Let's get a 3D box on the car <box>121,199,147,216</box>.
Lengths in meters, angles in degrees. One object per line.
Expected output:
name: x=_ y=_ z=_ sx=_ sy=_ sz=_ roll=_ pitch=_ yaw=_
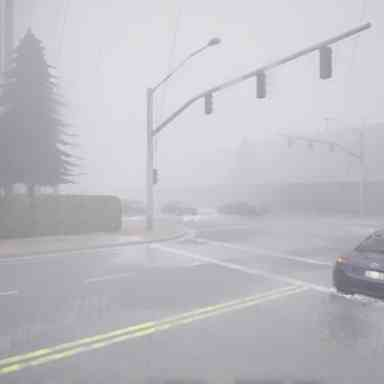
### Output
car: x=-5.584 y=1.450 z=31.651 sx=1.837 sy=1.490 sz=4.892 roll=0 pitch=0 yaw=-35

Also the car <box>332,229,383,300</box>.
car: x=5.022 y=1.557 z=7.751 sx=4.181 sy=1.385 sz=1.994 roll=-1 pitch=0 yaw=-42

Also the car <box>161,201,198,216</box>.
car: x=-1.212 y=1.509 z=31.540 sx=1.994 sy=1.385 sz=4.181 roll=0 pitch=0 yaw=-35

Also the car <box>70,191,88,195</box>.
car: x=-19.521 y=0.786 z=57.499 sx=2.150 sy=2.045 sz=5.566 roll=0 pitch=0 yaw=-35

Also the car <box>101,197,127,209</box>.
car: x=-10.566 y=1.471 z=44.741 sx=1.812 sy=1.442 sz=4.674 roll=0 pitch=0 yaw=-36

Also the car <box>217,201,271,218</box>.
car: x=4.581 y=1.492 z=30.009 sx=2.033 sy=1.411 sz=5.357 roll=0 pitch=0 yaw=-37
